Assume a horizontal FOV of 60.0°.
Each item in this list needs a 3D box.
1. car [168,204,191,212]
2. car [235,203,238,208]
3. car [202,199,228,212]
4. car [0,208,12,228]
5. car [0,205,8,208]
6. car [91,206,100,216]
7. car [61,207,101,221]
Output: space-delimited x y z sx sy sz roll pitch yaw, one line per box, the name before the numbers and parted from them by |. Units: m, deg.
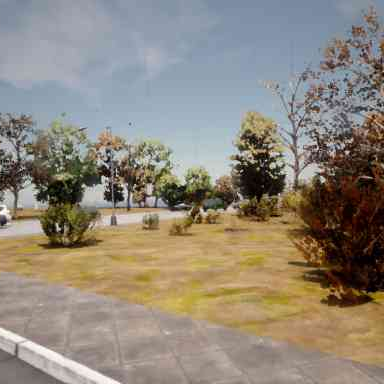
car | -2.134 2.803 57.511 1.895 1.301 4.718 -3 -2 32
car | 9.349 2.571 62.392 1.895 1.301 4.718 -3 -2 33
car | 3.705 2.096 53.483 2.150 2.045 5.566 -3 -2 32
car | -17.509 2.371 26.812 2.128 1.511 4.902 -3 -2 34
car | -19.440 2.263 30.199 2.150 2.045 5.566 -3 -2 33
car | -11.997 2.255 35.295 2.097 1.767 4.553 -3 -2 32
car | -13.207 2.635 39.911 1.994 1.385 4.181 -3 -2 32
